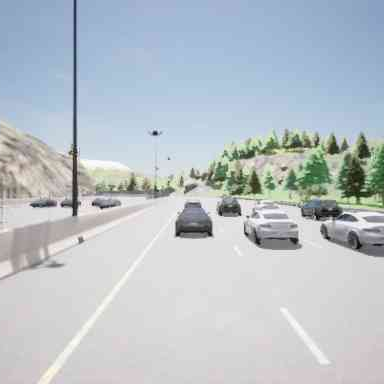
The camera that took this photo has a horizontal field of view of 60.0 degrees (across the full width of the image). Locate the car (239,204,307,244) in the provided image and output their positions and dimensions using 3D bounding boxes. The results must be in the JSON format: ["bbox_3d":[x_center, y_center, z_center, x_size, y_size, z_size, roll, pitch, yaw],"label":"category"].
[{"bbox_3d":[3.601,1.524,15.657,1.812,1.442,4.674,0,0,0],"label":"car"}]

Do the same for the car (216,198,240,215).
[{"bbox_3d":[3.600,1.349,33.217,2.097,1.767,4.553,0,0,0],"label":"car"}]

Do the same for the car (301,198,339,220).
[{"bbox_3d":[10.601,1.350,27.627,2.097,1.767,4.553,0,0,0],"label":"car"}]

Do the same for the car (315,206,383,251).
[{"bbox_3d":[7.100,1.525,14.079,1.812,1.442,4.674,0,0,0],"label":"car"}]

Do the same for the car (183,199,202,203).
[{"bbox_3d":[0.102,1.488,36.172,2.128,1.511,4.902,0,0,0],"label":"car"}]

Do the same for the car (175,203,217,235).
[{"bbox_3d":[0.100,1.562,18.630,1.994,1.385,4.181,0,0,0],"label":"car"}]

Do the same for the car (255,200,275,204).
[{"bbox_3d":[7.101,1.523,32.196,1.812,1.442,4.674,0,0,0],"label":"car"}]
